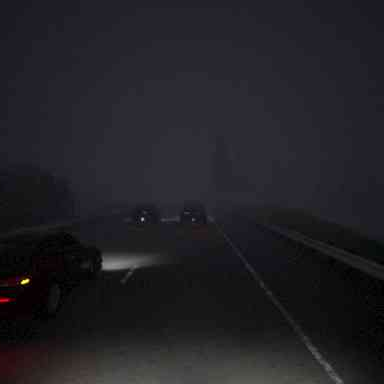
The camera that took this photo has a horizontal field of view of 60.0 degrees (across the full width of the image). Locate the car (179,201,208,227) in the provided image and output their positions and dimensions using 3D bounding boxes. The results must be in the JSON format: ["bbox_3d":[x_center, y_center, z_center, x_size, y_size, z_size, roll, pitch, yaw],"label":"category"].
[{"bbox_3d":[0.094,1.614,23.999,2.128,1.511,4.902,0,0,0],"label":"car"}]

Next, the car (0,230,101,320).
[{"bbox_3d":[-3.401,1.564,7.305,1.812,1.442,4.674,0,0,0],"label":"car"}]

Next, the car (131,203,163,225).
[{"bbox_3d":[-3.406,1.635,25.340,1.837,1.490,4.892,0,0,0],"label":"car"}]
